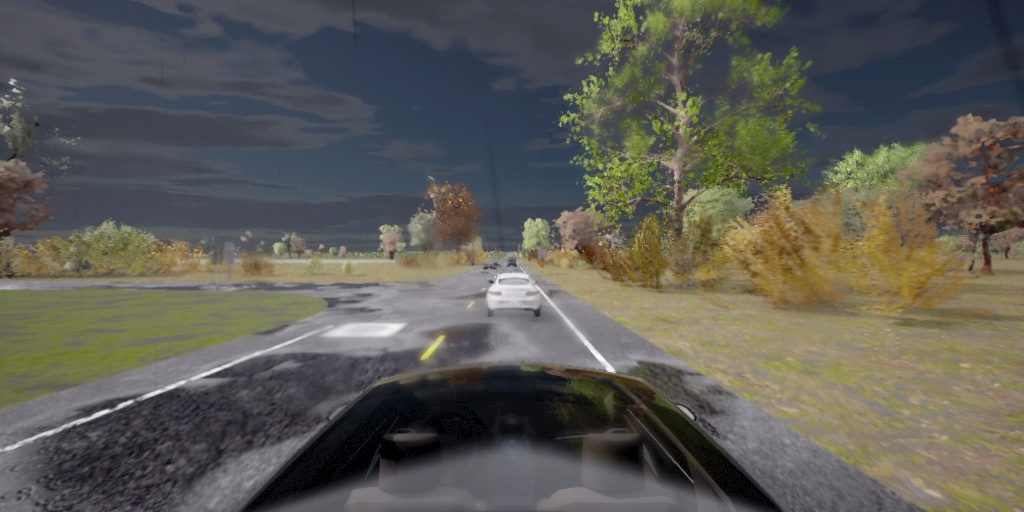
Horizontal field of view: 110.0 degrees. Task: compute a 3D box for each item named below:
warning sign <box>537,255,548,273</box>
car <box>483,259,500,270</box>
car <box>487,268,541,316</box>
[{"bbox_3d":[3.552,1.060,42.058,1.300,1.860,1.060,0,0,0],"label":"warning sign"},{"bbox_3d":[-3.539,1.557,58.127,2.033,1.411,5.357,0,0,1],"label":"car"},{"bbox_3d":[0.072,1.339,13.520,1.812,1.442,4.674,0,0,0],"label":"car"}]
